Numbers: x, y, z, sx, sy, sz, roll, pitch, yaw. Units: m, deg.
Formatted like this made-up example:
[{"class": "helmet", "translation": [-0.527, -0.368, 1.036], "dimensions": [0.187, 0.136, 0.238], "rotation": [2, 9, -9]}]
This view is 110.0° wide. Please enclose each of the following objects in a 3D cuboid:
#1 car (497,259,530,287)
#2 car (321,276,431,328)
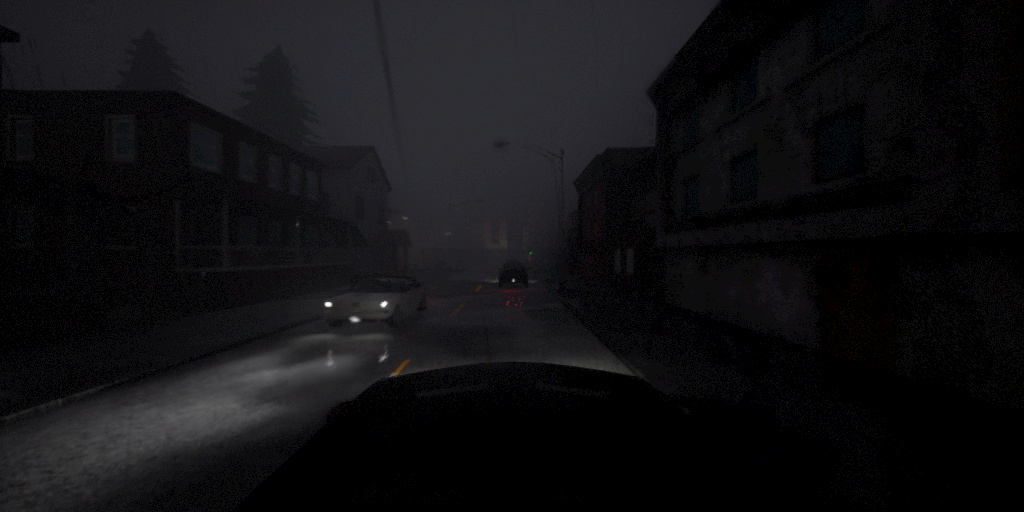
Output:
[{"class": "car", "translation": [0.087, 1.173, 23.446], "dimensions": [1.837, 1.490, 4.892], "rotation": [0, 0, 0]}, {"class": "car", "translation": [-4.011, 1.319, 11.394], "dimensions": [1.895, 1.301, 4.718], "rotation": [0, 0, 0]}]
